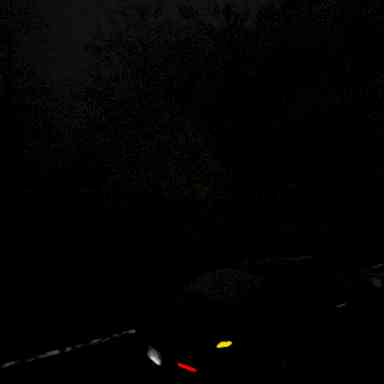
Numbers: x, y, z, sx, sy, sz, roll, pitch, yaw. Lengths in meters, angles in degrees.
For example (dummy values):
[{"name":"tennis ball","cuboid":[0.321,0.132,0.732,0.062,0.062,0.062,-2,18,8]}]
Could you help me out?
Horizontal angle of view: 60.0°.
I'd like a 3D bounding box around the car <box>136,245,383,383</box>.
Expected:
[{"name":"car","cuboid":[1.482,1.517,4.803,4.674,1.442,1.812,0,0,-35]}]
